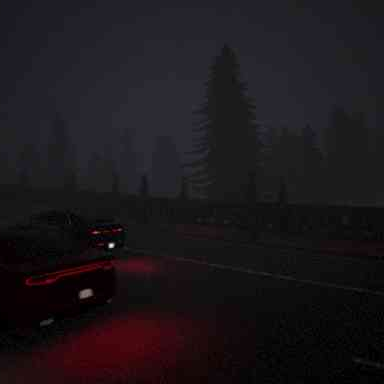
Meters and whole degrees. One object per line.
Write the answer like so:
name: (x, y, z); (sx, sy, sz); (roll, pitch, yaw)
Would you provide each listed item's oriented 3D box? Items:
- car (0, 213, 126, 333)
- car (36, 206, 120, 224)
car: (-3.658, 1.342, 6.602); (5.008, 1.535, 1.882); (2, 1, 35)
car: (-4.384, 1.239, 11.420); (4.892, 1.490, 1.837); (3, 2, 35)
